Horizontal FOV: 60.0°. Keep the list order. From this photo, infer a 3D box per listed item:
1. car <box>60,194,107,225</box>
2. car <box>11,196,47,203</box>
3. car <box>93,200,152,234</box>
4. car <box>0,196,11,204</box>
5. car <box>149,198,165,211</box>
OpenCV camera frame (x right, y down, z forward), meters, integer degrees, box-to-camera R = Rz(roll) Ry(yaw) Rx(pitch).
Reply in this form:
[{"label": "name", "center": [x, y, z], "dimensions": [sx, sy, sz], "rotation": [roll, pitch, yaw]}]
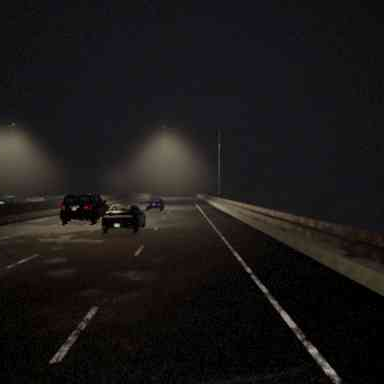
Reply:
[{"label": "car", "center": [-7.362, 1.145, 23.313], "dimensions": [2.150, 2.045, 5.566], "rotation": [0, 0, -1]}, {"label": "car", "center": [-18.335, 1.392, 38.465], "dimensions": [2.128, 1.511, 4.902], "rotation": [0, 0, -1]}, {"label": "car", "center": [-3.767, 1.420, 18.888], "dimensions": [2.128, 1.511, 4.902], "rotation": [0, 0, -1]}, {"label": "car", "center": [-21.843, 1.264, 38.780], "dimensions": [2.097, 1.767, 4.553], "rotation": [0, 0, -1]}, {"label": "car", "center": [-4.179, 1.386, 38.306], "dimensions": [2.033, 1.411, 5.357], "rotation": [0, 0, -1]}]
